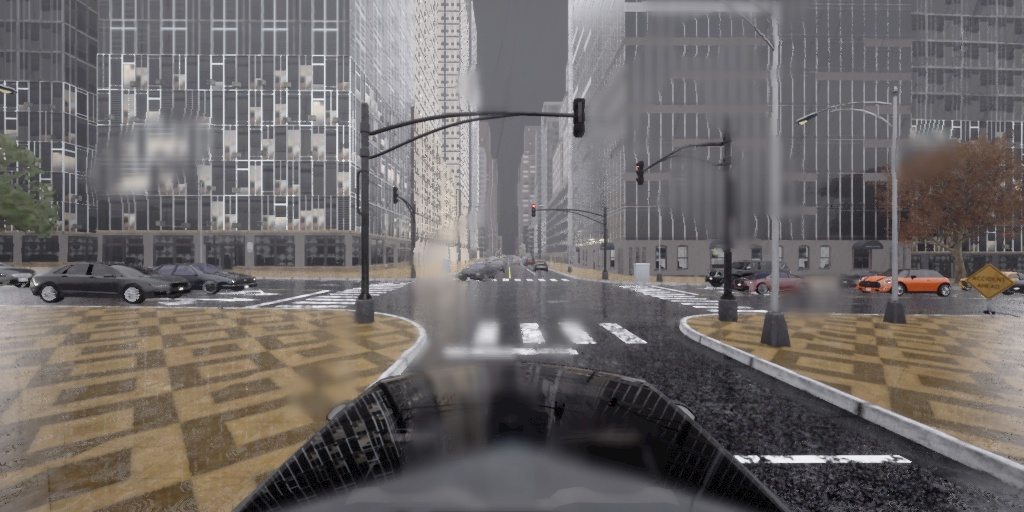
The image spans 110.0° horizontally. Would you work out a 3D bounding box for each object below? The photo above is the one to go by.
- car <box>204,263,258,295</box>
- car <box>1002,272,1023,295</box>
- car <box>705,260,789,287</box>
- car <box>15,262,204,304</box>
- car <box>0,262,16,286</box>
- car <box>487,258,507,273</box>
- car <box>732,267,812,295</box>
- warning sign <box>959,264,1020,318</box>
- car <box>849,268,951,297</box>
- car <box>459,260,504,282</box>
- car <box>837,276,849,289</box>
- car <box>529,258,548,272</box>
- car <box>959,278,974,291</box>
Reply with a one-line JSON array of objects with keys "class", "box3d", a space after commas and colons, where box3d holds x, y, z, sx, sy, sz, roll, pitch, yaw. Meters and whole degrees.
[{"class": "car", "box3d": [-15.438, 1.040, 17.272, 5.357, 1.411, 2.033, 1, 0, 0]}, {"class": "car", "box3d": [34.655, 1.964, 23.300, 4.181, 1.385, 1.994, 1, 0, -3]}, {"class": "car", "box3d": [16.903, 1.303, 25.635, 5.566, 2.045, 2.150, 1, 0, -3]}, {"class": "car", "box3d": [-15.426, 0.998, 13.984, 4.892, 1.490, 1.837, 1, 0, -3]}, {"class": "car", "box3d": [-25.372, 0.802, 16.723, 4.902, 1.511, 2.128, 1, 0, -3]}, {"class": "car", "box3d": [-1.763, 1.270, 43.814, 1.837, 1.490, 4.892, 0, 0, -1]}, {"class": "car", "box3d": [16.090, 1.631, 22.339, 4.181, 1.385, 1.994, 1, 0, -3]}, {"class": "warning sign", "box3d": [17.214, 1.204, 12.935, 1.060, 1.860, 1.300, 0, 0, -3]}, {"class": "car", "box3d": [24.784, 1.575, 22.790, 4.553, 1.767, 2.097, 1, 0, -3]}, {"class": "car", "box3d": [-2.579, 1.317, 29.330, 2.033, 1.411, 5.357, 0, 0, 14]}, {"class": "car", "box3d": [26.292, 1.813, 26.127, 4.181, 1.385, 1.994, 1, 0, -3]}, {"class": "car", "box3d": [3.670, 1.329, 46.659, 1.948, 1.339, 4.313, 0, 0, -1]}, {"class": "car", "box3d": [36.321, 1.907, 26.640, 5.008, 1.535, 1.882, 1, 0, -3]}]
